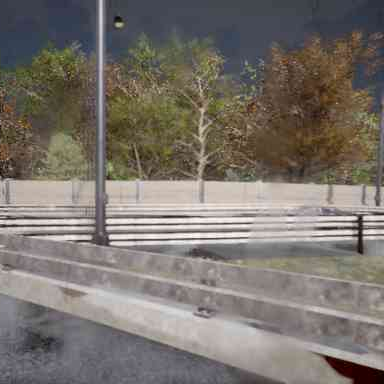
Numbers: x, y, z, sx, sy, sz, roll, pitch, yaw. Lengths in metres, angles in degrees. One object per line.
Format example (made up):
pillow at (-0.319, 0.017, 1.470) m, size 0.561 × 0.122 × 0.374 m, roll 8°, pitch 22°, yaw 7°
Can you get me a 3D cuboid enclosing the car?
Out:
car at (5.887, 1.455, 16.917) m, size 4.902 × 1.511 × 2.128 m, roll 0°, pitch 0°, yaw -11°
